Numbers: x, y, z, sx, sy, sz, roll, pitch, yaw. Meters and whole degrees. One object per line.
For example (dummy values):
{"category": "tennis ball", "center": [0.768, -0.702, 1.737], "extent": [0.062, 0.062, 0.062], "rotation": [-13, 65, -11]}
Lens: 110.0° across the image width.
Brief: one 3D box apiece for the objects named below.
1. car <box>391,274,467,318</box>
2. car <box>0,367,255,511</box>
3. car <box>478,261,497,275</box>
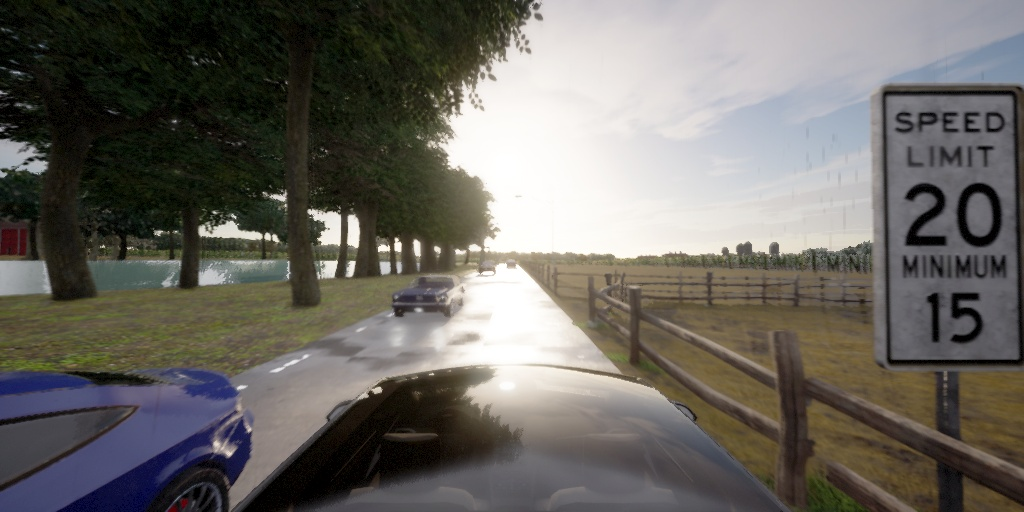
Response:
{"category": "car", "center": [-2.859, 1.371, 13.252], "extent": [1.895, 1.301, 4.718], "rotation": [0, 0, 0]}
{"category": "car", "center": [-2.835, 1.279, 0.854], "extent": [1.812, 1.442, 4.674], "rotation": [0, 0, 0]}
{"category": "car", "center": [-2.817, 1.267, 41.886], "extent": [1.882, 1.535, 5.008], "rotation": [0, 0, 0]}
